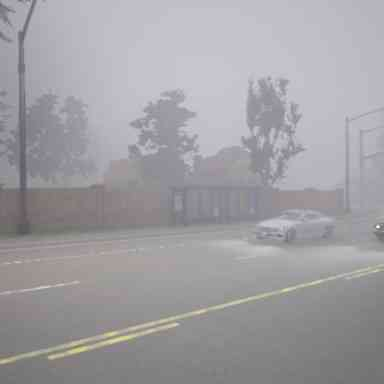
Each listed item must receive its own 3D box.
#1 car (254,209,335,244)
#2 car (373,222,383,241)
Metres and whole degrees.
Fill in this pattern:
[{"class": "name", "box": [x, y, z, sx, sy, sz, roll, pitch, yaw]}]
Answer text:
[{"class": "car", "box": [5.116, 1.592, 16.221, 4.674, 1.442, 1.812, 0, 0, -35]}, {"class": "car", "box": [10.661, 1.667, 15.861, 4.718, 1.301, 1.895, 0, 0, -35]}]
